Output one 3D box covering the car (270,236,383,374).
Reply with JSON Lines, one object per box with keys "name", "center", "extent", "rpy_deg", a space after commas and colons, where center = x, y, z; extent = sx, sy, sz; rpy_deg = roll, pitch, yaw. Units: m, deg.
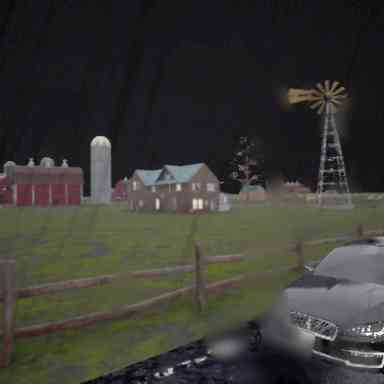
{"name": "car", "center": [3.354, 1.605, 5.803], "extent": [4.892, 1.490, 1.837], "rpy_deg": [0, -2, -39]}
